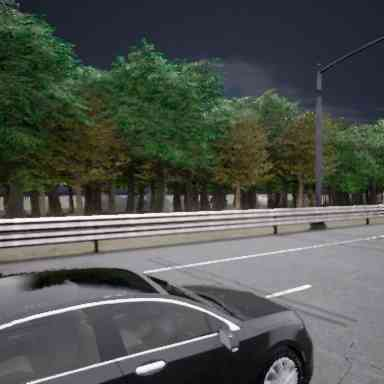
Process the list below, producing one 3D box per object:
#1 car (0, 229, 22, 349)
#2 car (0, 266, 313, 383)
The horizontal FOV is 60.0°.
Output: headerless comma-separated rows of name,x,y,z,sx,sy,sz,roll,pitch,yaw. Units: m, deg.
car,-5.139,1.484,4.377,4.902,1.511,2.128,0,0,-36
car,-0.851,1.509,3.139,4.892,1.490,1.837,0,0,-36
